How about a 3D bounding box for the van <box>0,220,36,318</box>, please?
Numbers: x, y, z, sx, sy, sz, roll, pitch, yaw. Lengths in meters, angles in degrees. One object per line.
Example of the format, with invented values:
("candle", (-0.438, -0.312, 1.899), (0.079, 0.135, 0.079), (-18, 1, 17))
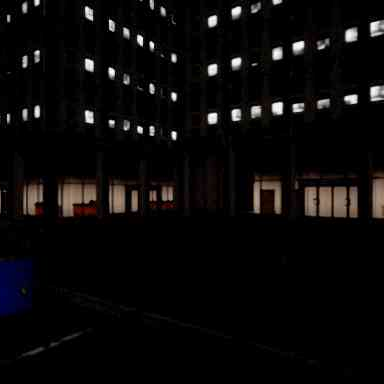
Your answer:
("van", (-4.582, 1.358, 6.148), (3.998, 1.788, 1.690), (0, 0, 36))
